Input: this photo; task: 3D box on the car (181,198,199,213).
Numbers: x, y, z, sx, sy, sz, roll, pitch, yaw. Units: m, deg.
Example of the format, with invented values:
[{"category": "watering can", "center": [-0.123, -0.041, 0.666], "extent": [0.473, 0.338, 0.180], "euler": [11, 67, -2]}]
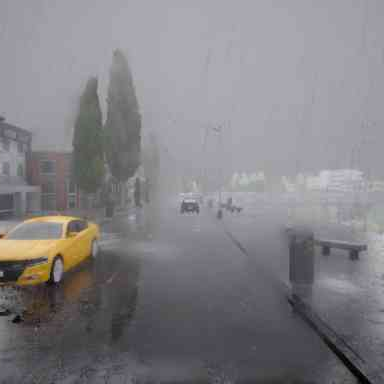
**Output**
[{"category": "car", "center": [-0.222, 1.478, 37.055], "extent": [1.882, 1.535, 5.008], "euler": [0, 0, -1]}]

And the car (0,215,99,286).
[{"category": "car", "center": [-4.164, 1.478, 9.644], "extent": [1.882, 1.535, 5.008], "euler": [0, 0, 0]}]

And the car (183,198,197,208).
[{"category": "car", "center": [-0.319, 1.564, 47.842], "extent": [1.994, 1.385, 4.181], "euler": [0, 0, -1]}]
